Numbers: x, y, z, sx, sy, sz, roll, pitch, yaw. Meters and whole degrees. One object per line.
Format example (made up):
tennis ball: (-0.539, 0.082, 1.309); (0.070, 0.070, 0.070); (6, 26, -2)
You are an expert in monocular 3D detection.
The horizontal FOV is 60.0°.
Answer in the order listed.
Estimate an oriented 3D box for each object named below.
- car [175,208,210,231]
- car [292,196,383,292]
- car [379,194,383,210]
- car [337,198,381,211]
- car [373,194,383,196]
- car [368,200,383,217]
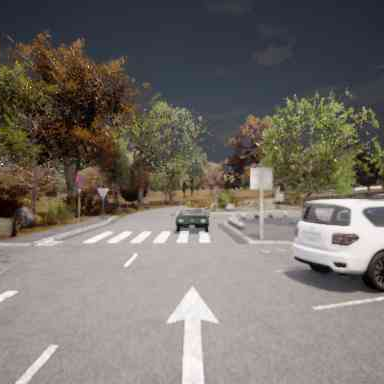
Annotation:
car: (0.169, 1.606, 20.385); (1.895, 1.301, 4.718); (0, 0, 4)
car: (5.395, 1.236, 8.949); (5.566, 2.045, 2.435); (1, 0, -20)
car: (27.063, 1.258, 42.107); (2.435, 2.045, 5.566); (1, -1, -22)
car: (20.980, 1.537, 41.992); (2.163, 1.488, 4.792); (0, -1, -21)
car: (24.003, 1.257, 42.072); (2.435, 2.045, 5.566); (0, -1, -21)
car: (19.339, 1.492, 30.852); (5.008, 1.535, 1.882); (0, 0, -2)
